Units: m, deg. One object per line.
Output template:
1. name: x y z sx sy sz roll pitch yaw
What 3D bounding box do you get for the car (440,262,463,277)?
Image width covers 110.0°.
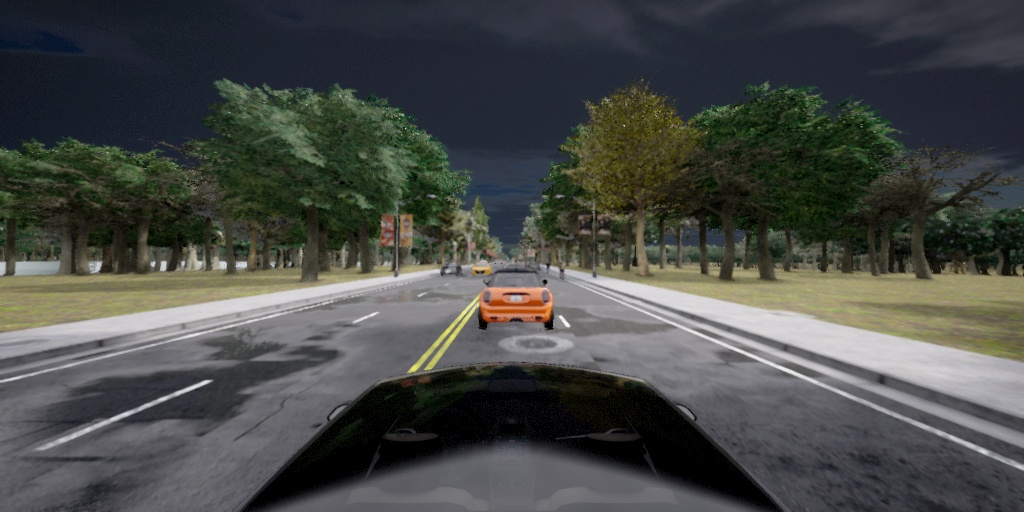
1. car: -6.502 1.437 38.804 2.128 1.511 4.902 0 0 0

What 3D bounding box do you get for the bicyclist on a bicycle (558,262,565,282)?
1. bicyclist on a bicycle: 4.209 1.367 30.285 0.582 1.620 1.656 0 -1 0

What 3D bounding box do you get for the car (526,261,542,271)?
1. car: 3.488 1.587 57.657 2.128 1.511 4.902 0 0 0

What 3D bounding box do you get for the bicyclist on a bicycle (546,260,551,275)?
1. bicyclist on a bicycle: 4.240 1.360 42.207 0.659 1.776 1.843 0 0 0

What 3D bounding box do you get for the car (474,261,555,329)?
1. car: 0.120 1.154 11.625 2.097 1.767 4.553 0 0 0

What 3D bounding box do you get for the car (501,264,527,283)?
1. car: 0.170 1.462 31.600 2.033 1.411 5.357 0 0 0

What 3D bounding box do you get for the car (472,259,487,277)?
1. car: -3.251 1.432 39.181 1.882 1.535 5.008 0 0 0
